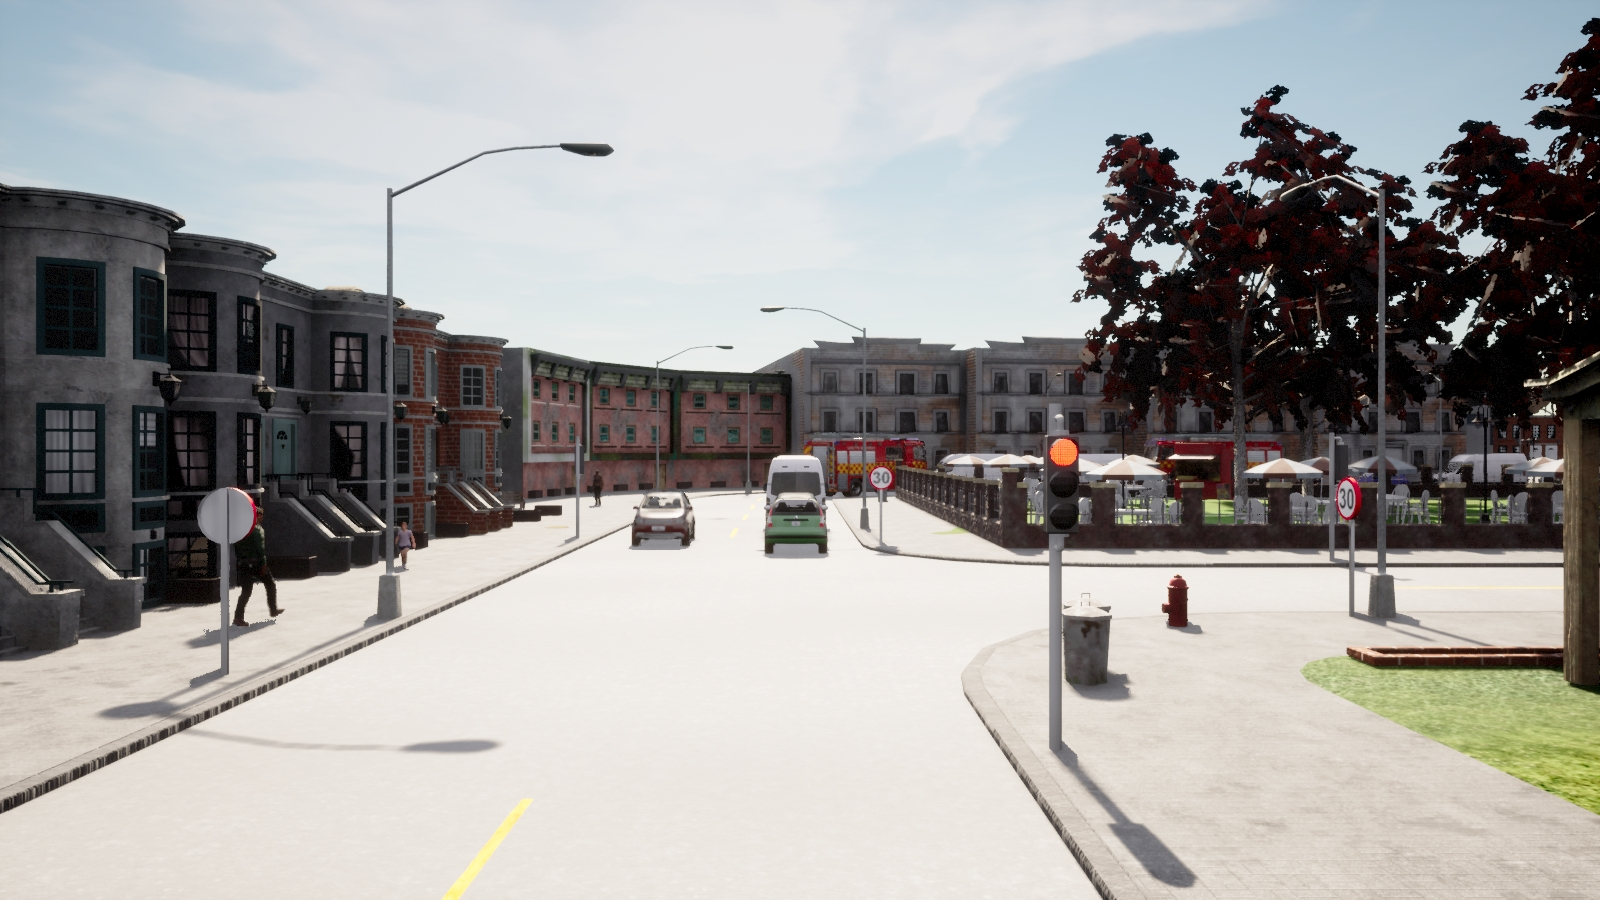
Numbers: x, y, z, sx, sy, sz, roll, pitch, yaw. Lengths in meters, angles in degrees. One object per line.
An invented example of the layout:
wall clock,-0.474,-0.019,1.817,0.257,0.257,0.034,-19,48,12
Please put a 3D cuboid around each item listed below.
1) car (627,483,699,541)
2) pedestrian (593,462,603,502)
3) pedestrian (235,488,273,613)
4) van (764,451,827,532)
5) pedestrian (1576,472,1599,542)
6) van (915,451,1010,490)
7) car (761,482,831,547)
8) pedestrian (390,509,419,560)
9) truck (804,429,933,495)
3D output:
car,-4.056,1.805,34.294,1.789,1.549,3.705,0,0,-2
pedestrian,-9.657,1.525,54.610,0.375,1.860,0.375,0,0,4
pedestrian,-8.318,1.524,17.416,0.375,1.860,0.375,0,0,20
van,-0.147,1.315,39.074,1.988,2.561,5.915,0,0,0
pedestrian,21.102,1.525,30.594,0.375,1.860,0.375,0,0,0
van,10.550,1.314,74.428,5.915,2.561,1.988,0,0,0
car,-0.119,1.779,32.373,1.851,1.617,3.988,0,0,0
pedestrian,-8.909,1.904,25.767,0.500,1.100,0.500,0,0,-4
truck,4.295,0.672,70.228,8.468,3.827,2.891,0,0,-43
